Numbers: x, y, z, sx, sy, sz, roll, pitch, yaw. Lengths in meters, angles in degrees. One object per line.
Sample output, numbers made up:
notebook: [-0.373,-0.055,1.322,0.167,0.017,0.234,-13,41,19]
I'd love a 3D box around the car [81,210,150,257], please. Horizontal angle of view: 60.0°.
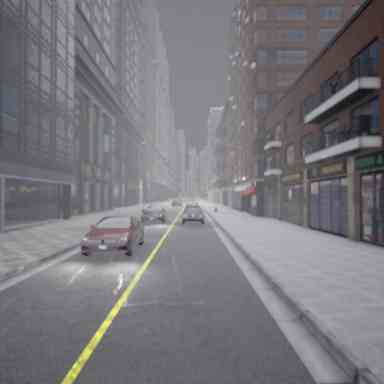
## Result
car: [-3.086,1.684,13.827,1.812,1.442,4.674,0,-1,0]

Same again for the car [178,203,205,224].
car: [0.088,1.861,27.504,2.033,1.411,5.357,0,-1,0]

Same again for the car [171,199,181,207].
car: [-3.041,2.130,66.387,2.097,1.767,4.553,0,-1,0]

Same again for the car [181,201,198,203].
car: [0.079,1.950,39.879,2.128,1.511,4.902,0,-1,0]

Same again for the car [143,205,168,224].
car: [-3.123,1.850,28.465,1.812,1.442,4.674,0,-1,0]
